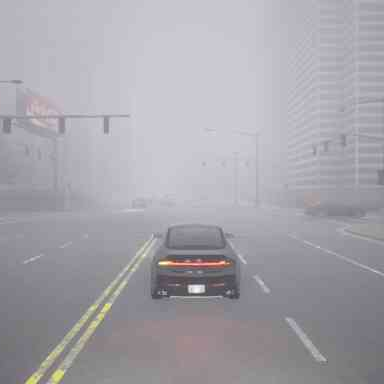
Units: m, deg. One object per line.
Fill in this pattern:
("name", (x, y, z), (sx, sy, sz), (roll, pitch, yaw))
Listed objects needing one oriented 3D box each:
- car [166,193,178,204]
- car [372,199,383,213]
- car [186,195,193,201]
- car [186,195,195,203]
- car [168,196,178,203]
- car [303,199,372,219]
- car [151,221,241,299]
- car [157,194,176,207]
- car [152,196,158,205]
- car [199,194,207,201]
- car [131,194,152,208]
("car", (-3.977, 1.221, 61.278), (2.150, 2.045, 5.566), (0, 0, 0))
("car", (18.438, 1.478, 35.660), (5.008, 1.535, 1.882), (0, 0, -1))
("car", (-0.602, 1.524, 88.664), (1.812, 1.442, 4.674), (0, 0, 0))
("car", (-0.373, 1.601, 69.827), (1.895, 1.301, 4.718), (0, 0, 0))
("car", (-3.983, 1.595, 71.324), (1.895, 1.301, 4.718), (0, 0, 0))
("car", (12.113, 1.477, 28.386), (5.008, 1.535, 1.882), (0, 0, -1))
("car", (0.054, 1.505, 8.443), (1.837, 1.490, 4.892), (0, 0, -1))
("car", (-3.927, 1.526, 51.699), (1.812, 1.442, 4.674), (0, 0, 0))
("car", (-7.466, 1.601, 56.985), (1.895, 1.301, 4.718), (0, 0, 0))
("car", (2.897, 1.355, 88.700), (2.097, 1.767, 4.553), (0, 0, 0))
("car", (-7.424, 1.491, 47.721), (2.128, 1.511, 4.902), (0, 0, 0))
